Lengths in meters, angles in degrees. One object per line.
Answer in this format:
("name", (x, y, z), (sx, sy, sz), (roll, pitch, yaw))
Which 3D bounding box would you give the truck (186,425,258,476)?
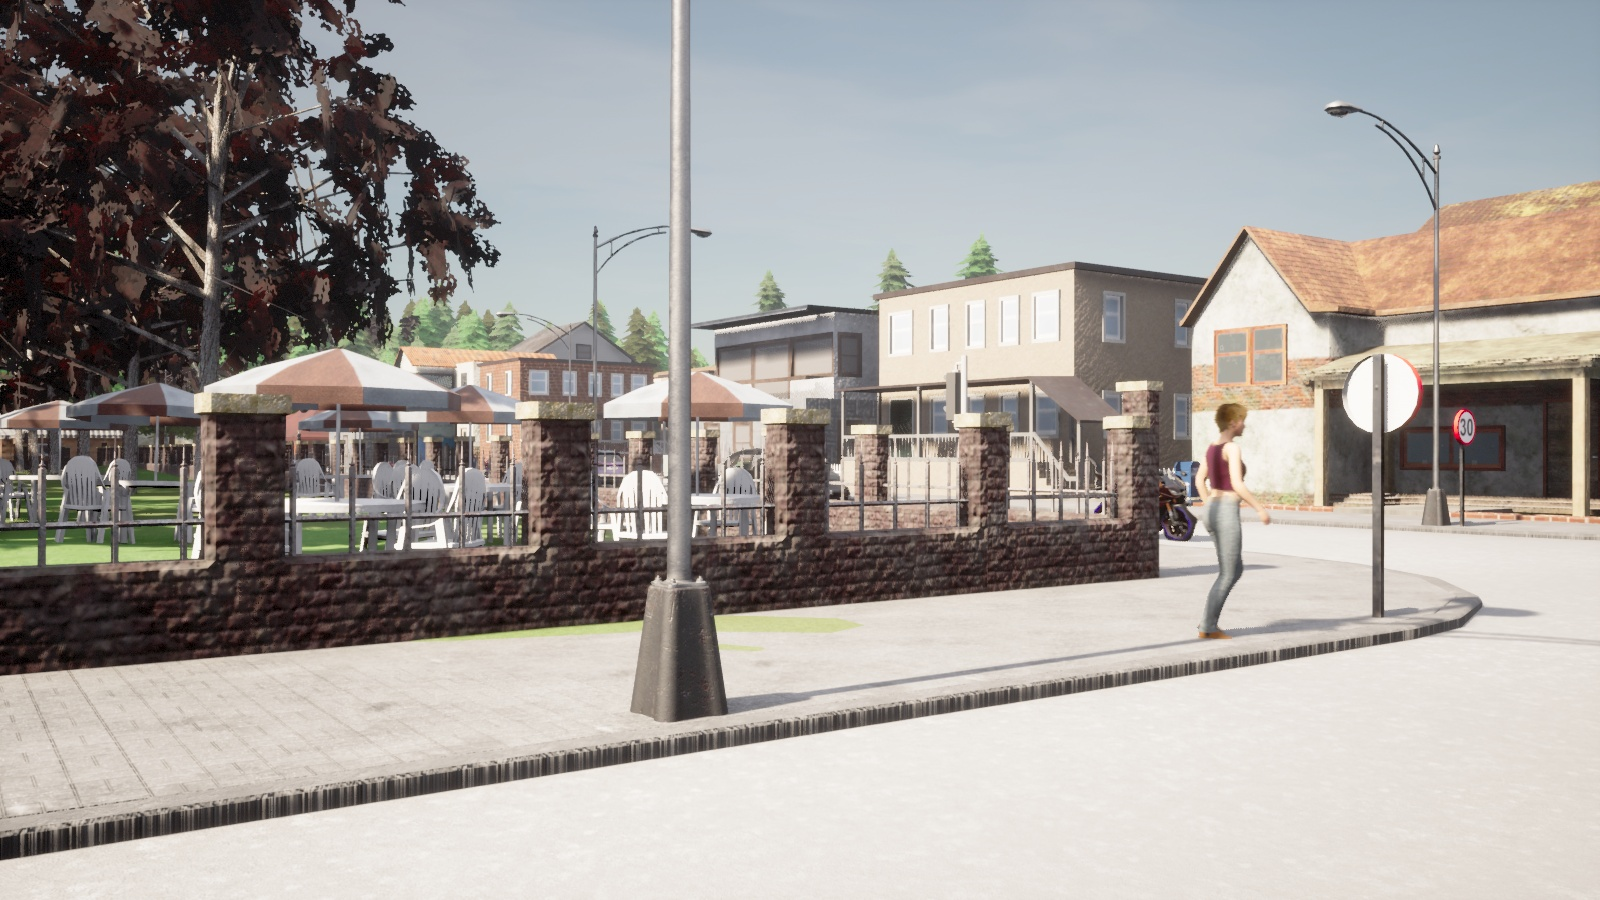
("truck", (-41.321, 0.070, 89.628), (2.891, 3.462, 7.936), (0, 0, -38))

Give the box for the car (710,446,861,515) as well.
("car", (-0.436, 0.721, 31.371), (1.851, 1.617, 3.988), (0, 0, -35))

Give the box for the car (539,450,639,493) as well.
("car", (-8.432, 0.814, 49.772), (2.033, 1.649, 4.856), (0, 0, -35))

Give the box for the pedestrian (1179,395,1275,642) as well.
("pedestrian", (3.239, 0.510, 9.542), (0.594, 1.836, 0.345), (0, 0, -5))

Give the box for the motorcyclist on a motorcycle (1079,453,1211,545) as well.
("motorcyclist on a motorcycle", (6.046, 0.821, 22.109), (0.866, 1.530, 2.191), (0, 0, -35))
